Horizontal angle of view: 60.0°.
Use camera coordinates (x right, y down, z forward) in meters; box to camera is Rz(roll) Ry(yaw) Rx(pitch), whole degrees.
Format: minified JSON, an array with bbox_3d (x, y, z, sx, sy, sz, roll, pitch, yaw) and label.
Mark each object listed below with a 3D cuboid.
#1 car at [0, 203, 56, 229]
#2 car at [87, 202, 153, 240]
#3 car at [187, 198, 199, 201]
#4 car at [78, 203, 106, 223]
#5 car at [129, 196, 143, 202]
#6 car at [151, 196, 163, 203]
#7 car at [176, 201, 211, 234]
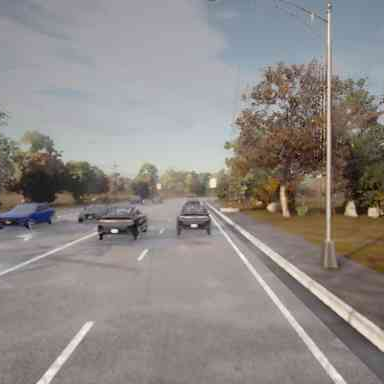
[{"bbox_3d":[-10.602,1.479,21.672,1.882,1.535,5.008,0,0,0],"label":"car"},{"bbox_3d":[-3.401,1.492,16.993,2.128,1.511,4.902,0,0,0],"label":"car"},{"bbox_3d":[0.096,1.507,41.386,1.837,1.490,4.892,0,0,0],"label":"car"},{"bbox_3d":[-7.100,1.565,25.147,1.994,1.385,4.181,0,0,0],"label":"car"},{"bbox_3d":[-10.513,1.506,62.629,1.837,1.490,4.892,0,0,1],"label":"car"},{"bbox_3d":[-6.967,1.489,66.465,2.128,1.511,4.902,0,0,1],"label":"car"},{"bbox_3d":[0.098,1.492,19.292,2.128,1.511,4.902,0,0,0],"label":"car"}]
